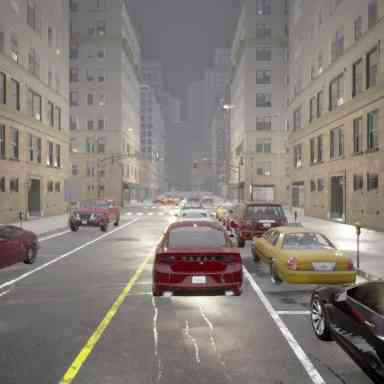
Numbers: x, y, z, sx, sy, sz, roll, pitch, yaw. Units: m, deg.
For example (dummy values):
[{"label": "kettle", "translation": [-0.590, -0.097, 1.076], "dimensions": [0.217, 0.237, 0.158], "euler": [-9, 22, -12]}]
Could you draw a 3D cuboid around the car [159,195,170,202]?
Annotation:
[{"label": "car", "translation": [-5.707, 1.292, 68.769], "dimensions": [1.887, 1.381, 4.507], "euler": [1, 0, 0]}]

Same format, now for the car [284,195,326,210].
[{"label": "car", "translation": [13.863, 1.229, 40.988], "dimensions": [4.553, 1.767, 2.097], "euler": [0, 0, 0]}]

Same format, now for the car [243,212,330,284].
[{"label": "car", "translation": [2.773, 1.519, 9.315], "dimensions": [1.752, 1.417, 4.829], "euler": [0, 0, 0]}]

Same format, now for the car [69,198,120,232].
[{"label": "car", "translation": [-5.744, 1.291, 20.264], "dimensions": [2.192, 1.841, 5.009], "euler": [0, 0, 0]}]

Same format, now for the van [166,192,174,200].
[{"label": "van", "translation": [-5.693, 0.967, 85.037], "dimensions": [1.690, 1.788, 3.998], "euler": [1, 0, 0]}]

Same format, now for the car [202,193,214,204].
[{"label": "car", "translation": [2.809, 1.367, 57.908], "dimensions": [2.008, 1.369, 4.403], "euler": [0, 0, 0]}]

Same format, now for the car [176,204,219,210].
[{"label": "car", "translation": [0.110, 1.510, 16.158], "dimensions": [1.812, 1.442, 4.674], "euler": [0, 0, 0]}]

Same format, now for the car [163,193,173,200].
[{"label": "car", "translation": [-5.698, 1.108, 79.615], "dimensions": [1.967, 1.590, 4.097], "euler": [1, 0, 0]}]

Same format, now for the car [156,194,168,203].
[{"label": "car", "translation": [-5.711, 1.223, 63.345], "dimensions": [1.967, 1.590, 4.097], "euler": [1, 0, 0]}]

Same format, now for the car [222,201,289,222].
[{"label": "car", "translation": [2.777, 1.302, 14.699], "dimensions": [2.192, 1.841, 5.009], "euler": [0, 0, 0]}]

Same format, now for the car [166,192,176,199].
[{"label": "car", "translation": [-5.689, 0.898, 90.460], "dimensions": [2.192, 1.841, 5.009], "euler": [1, 0, 0]}]

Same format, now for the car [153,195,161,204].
[{"label": "car", "translation": [-5.716, 1.361, 57.922], "dimensions": [1.887, 1.381, 4.507], "euler": [0, 0, 0]}]

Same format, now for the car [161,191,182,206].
[{"label": "car", "translation": [-3.112, 1.203, 51.752], "dimensions": [2.097, 1.767, 4.553], "euler": [0, 0, 2]}]

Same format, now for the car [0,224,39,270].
[{"label": "car", "translation": [-5.754, 1.577, 9.158], "dimensions": [1.802, 1.307, 4.206], "euler": [0, 0, 0]}]

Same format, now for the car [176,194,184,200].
[{"label": "car", "translation": [-2.943, 1.183, 80.755], "dimensions": [1.812, 1.442, 4.674], "euler": [0, 0, 0]}]

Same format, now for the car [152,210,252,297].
[{"label": "car", "translation": [0.078, 1.473, 8.646], "dimensions": [1.882, 1.535, 5.008], "euler": [0, 0, -1]}]

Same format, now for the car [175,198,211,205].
[{"label": "car", "translation": [0.091, 1.454, 25.300], "dimensions": [2.128, 1.511, 4.902], "euler": [0, 0, 0]}]

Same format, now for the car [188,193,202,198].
[{"label": "car", "translation": [0.131, 1.348, 53.282], "dimensions": [1.837, 1.490, 4.892], "euler": [-1, 0, 0]}]

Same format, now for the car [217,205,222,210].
[{"label": "car", "translation": [2.781, 1.558, 20.250], "dimensions": [1.802, 1.307, 4.206], "euler": [0, 0, 0]}]

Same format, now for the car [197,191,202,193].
[{"label": "car", "translation": [2.835, 1.023, 90.448], "dimensions": [1.967, 1.590, 4.097], "euler": [1, 0, 0]}]

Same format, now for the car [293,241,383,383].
[{"label": "car", "translation": [2.768, 1.566, 3.594], "dimensions": [1.947, 1.339, 4.313], "euler": [0, 0, 0]}]

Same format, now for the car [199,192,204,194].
[{"label": "car", "translation": [2.819, 1.271, 68.925], "dimensions": [1.752, 1.417, 4.829], "euler": [1, 0, 0]}]
